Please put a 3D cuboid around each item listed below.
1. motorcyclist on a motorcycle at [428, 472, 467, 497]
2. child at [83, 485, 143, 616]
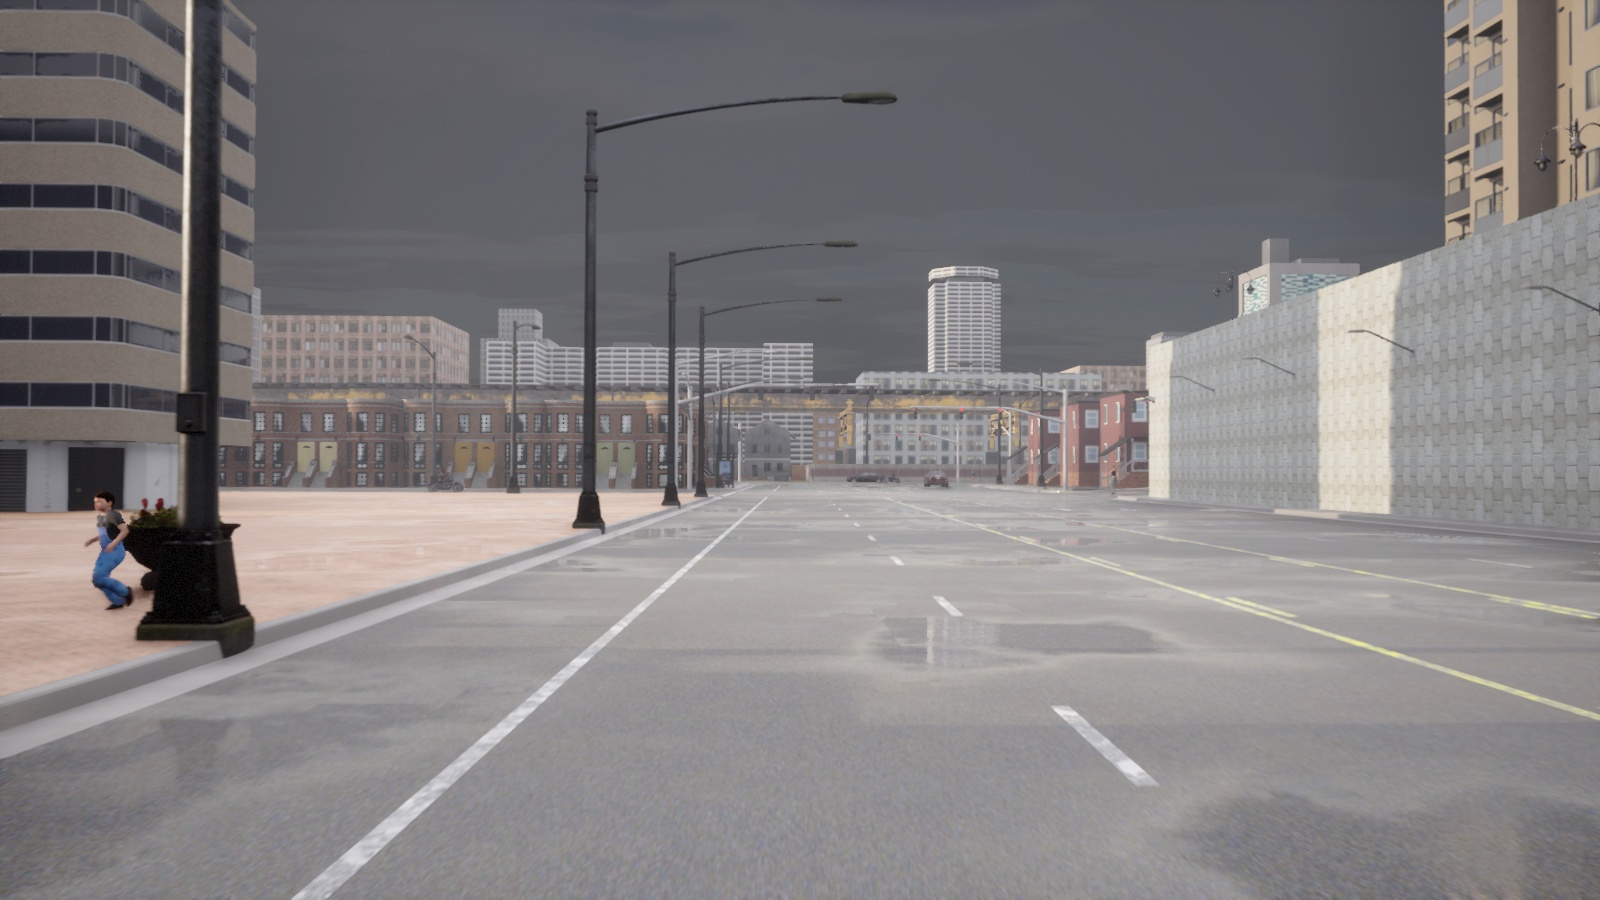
[{"bbox_3d":[-23.365,2.253,83.277,2.350,1.649,0.766,0,-1,0],"label":"motorcyclist on a motorcycle"},{"bbox_3d":[-6.819,0.986,12.466,0.270,1.263,0.437,-1,-1,32],"label":"child"}]
